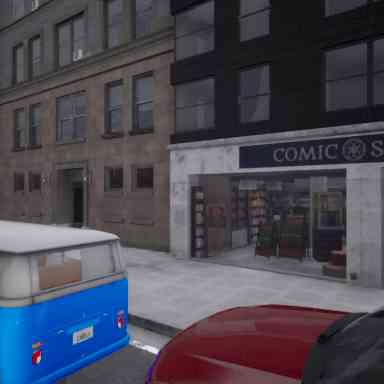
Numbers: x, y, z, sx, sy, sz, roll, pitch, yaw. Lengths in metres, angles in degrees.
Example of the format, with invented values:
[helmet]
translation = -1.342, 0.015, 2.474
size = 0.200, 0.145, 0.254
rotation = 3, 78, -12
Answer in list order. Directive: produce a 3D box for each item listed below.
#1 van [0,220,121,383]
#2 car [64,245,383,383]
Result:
[van]
translation = -2.704, 1.341, 4.743
size = 3.998, 1.788, 1.690
rotation = 0, 0, 36
[car]
translation = 1.917, 1.315, 1.442
size = 5.009, 1.841, 2.192
rotation = 0, 0, 36
